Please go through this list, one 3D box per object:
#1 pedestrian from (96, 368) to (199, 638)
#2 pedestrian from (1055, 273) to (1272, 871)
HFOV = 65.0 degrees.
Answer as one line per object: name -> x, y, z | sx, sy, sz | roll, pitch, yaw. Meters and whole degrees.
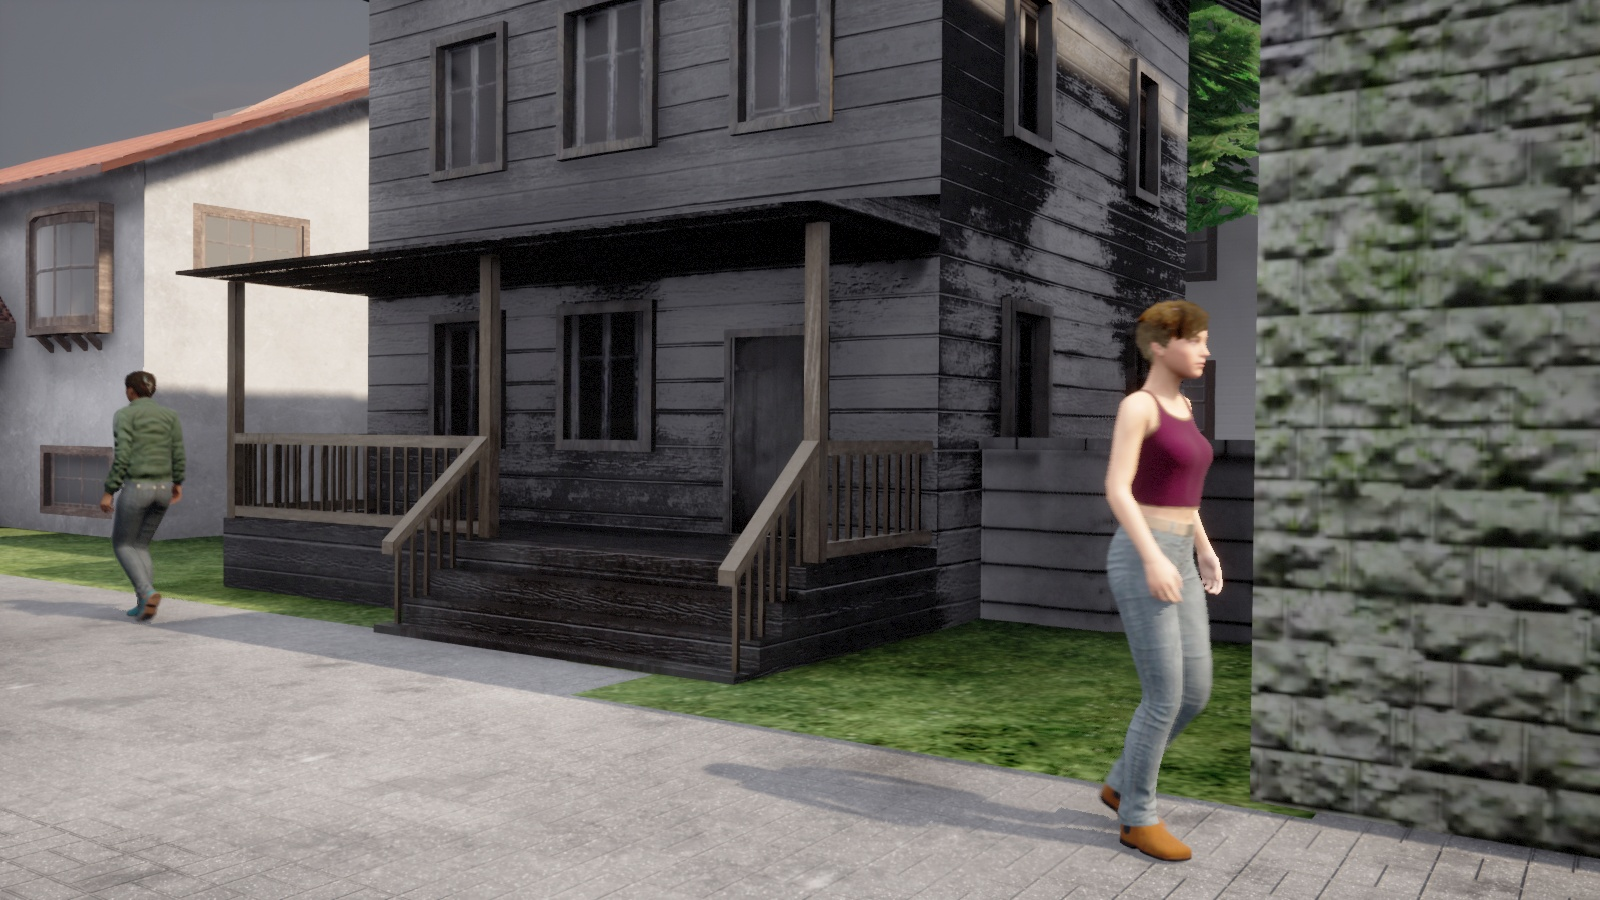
pedestrian -> -4.615, 0.361, 8.882 | 0.614, 1.847, 0.353 | 0, 1, 31
pedestrian -> 1.205, 0.373, 4.179 | 0.594, 1.836, 0.345 | 0, 1, 42
